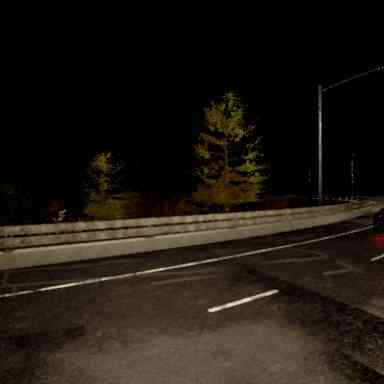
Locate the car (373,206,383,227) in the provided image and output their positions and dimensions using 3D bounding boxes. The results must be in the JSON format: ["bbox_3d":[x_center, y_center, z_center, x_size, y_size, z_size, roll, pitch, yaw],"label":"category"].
[{"bbox_3d":[12.448,1.525,20.054,1.837,1.490,4.892,0,0,43],"label":"car"}]

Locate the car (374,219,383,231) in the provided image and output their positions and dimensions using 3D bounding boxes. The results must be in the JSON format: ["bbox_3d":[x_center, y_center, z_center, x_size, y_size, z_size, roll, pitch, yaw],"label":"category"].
[{"bbox_3d":[7.866,1.553,10.419,5.357,1.411,2.033,0,0,-42],"label":"car"}]
